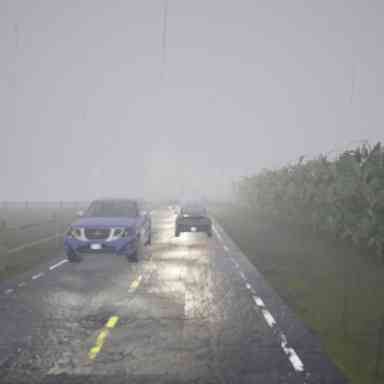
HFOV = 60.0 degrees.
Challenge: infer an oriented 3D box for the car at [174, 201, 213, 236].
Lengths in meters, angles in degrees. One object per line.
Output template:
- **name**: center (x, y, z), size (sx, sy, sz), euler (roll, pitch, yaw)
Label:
- **car**: center (0.069, 1.493, 18.211), size (1.837, 1.490, 4.892), euler (0, 0, 0)

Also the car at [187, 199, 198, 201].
- **car**: center (0.038, 1.536, 40.557), size (1.994, 1.385, 4.181), euler (0, 0, 0)

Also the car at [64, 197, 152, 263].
- **car**: center (-2.768, 1.215, 12.324), size (2.150, 2.045, 5.566), euler (0, 0, 0)
